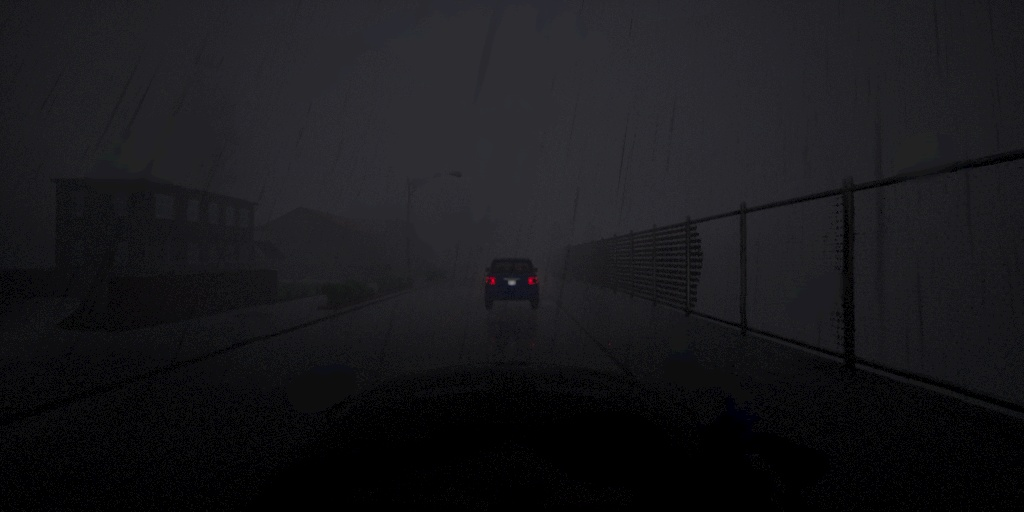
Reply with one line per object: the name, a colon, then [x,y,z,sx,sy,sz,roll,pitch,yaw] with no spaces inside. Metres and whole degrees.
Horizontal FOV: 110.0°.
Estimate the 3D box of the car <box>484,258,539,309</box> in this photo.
car: [-0.004,1.100,15.882,2.150,2.045,5.566,0,0,0]
